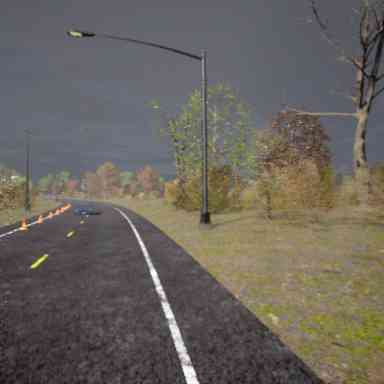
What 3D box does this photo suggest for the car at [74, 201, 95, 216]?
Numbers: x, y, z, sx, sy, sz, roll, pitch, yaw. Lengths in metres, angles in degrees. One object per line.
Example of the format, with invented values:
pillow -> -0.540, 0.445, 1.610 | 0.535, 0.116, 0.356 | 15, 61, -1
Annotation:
car -> -11.044, 1.634, 34.389 | 2.033, 1.411, 5.357 | -1, 0, -15

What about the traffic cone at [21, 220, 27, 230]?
traffic cone -> -10.480, 2.042, 20.799 | 0.340, 0.580, 0.340 | -1, 0, -14

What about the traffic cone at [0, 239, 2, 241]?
traffic cone -> -9.346, 2.034, 15.966 | 0.340, 0.580, 0.340 | -1, 0, -13

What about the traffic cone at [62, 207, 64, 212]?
traffic cone -> -15.560, 2.101, 39.996 | 0.340, 0.580, 0.340 | -1, 0, -16

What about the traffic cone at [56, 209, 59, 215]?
traffic cone -> -14.208, 2.083, 35.219 | 0.340, 0.580, 0.340 | -1, 0, -15

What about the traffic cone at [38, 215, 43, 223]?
traffic cone -> -11.669, 2.053, 25.621 | 0.340, 0.580, 0.340 | -1, 0, -14
